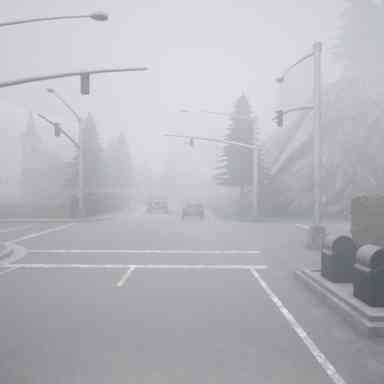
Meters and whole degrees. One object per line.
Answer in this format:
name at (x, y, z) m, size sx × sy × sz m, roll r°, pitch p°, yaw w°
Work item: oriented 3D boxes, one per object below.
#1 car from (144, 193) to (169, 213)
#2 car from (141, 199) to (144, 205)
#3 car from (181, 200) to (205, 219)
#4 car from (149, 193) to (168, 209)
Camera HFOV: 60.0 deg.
car at (-3.756, 1.221, 37.202) m, size 2.150 × 2.045 × 5.566 m, roll 0°, pitch 0°, yaw -2°
car at (-7.458, 1.564, 57.167) m, size 1.994 × 1.385 × 4.181 m, roll 0°, pitch 0°, yaw -20°
car at (0.108, 1.491, 29.448) m, size 2.128 × 1.511 × 4.902 m, roll 0°, pitch 0°, yaw 2°
car at (-4.814, 1.221, 47.490) m, size 2.150 × 2.045 × 5.566 m, roll 0°, pitch 0°, yaw -11°
